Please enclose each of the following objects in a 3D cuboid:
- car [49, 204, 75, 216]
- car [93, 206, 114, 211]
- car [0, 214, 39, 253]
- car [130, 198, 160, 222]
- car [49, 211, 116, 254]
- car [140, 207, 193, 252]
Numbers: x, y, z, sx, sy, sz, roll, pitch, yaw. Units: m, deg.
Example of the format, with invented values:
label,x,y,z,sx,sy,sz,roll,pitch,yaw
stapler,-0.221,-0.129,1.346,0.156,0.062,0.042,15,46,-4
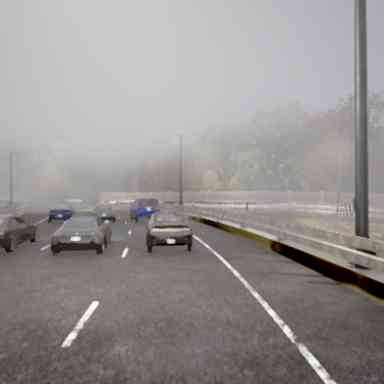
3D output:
label,x,y,z,sx,sy,sz,roll,pitch,yaw
car,-11.480,1.804,29.511,1.882,1.535,5.008,0,0,-17
car,-7.900,1.889,29.744,1.994,1.385,4.181,0,-1,-16
car,-8.126,1.687,14.313,1.812,1.442,4.674,0,0,-8
car,-4.249,1.546,29.773,2.150,2.045,5.566,0,0,-16
car,-4.587,1.722,14.291,1.994,1.385,4.181,0,-1,-8
car,-1.120,1.652,14.768,2.128,1.511,4.902,0,0,-8
